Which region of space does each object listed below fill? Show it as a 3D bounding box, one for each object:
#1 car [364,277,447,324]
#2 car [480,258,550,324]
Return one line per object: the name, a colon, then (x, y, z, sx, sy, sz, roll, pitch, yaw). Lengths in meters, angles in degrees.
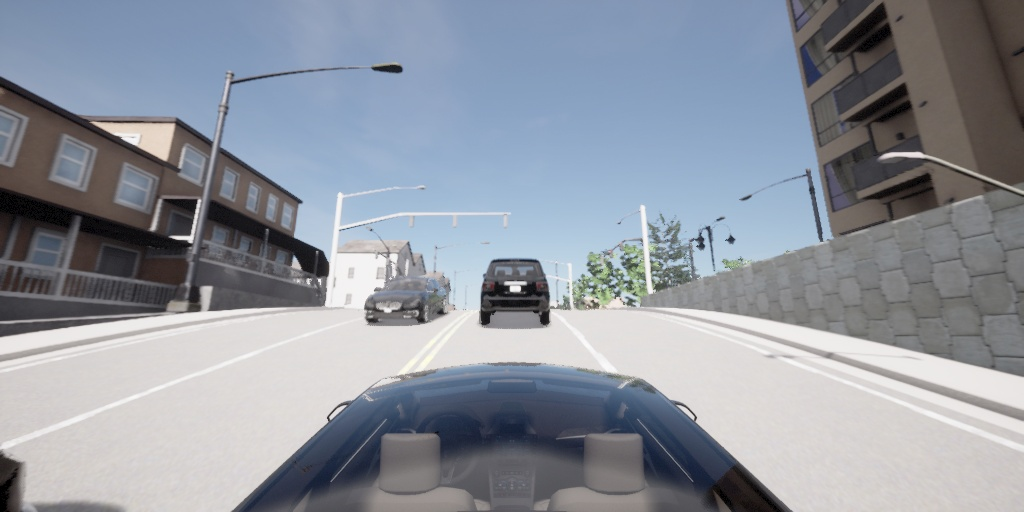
car: (-3.575, 1.494, 12.812, 1.837, 1.490, 4.892, 0, -4, 0)
car: (0.096, 1.210, 12.873, 2.150, 2.045, 5.566, 0, -4, 0)
